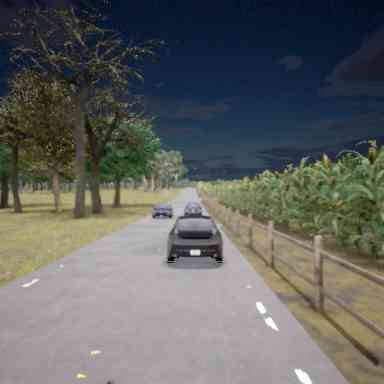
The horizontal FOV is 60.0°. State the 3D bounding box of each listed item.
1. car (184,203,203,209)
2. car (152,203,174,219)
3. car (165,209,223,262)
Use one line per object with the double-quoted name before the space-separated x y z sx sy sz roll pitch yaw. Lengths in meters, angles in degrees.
"car" 0.113 1.804 34.111 2.033 1.411 5.357 0 0 0
"car" -2.741 1.793 32.331 2.033 1.411 5.357 0 0 0
"car" 0.102 1.616 12.558 1.837 1.490 4.892 0 0 0
